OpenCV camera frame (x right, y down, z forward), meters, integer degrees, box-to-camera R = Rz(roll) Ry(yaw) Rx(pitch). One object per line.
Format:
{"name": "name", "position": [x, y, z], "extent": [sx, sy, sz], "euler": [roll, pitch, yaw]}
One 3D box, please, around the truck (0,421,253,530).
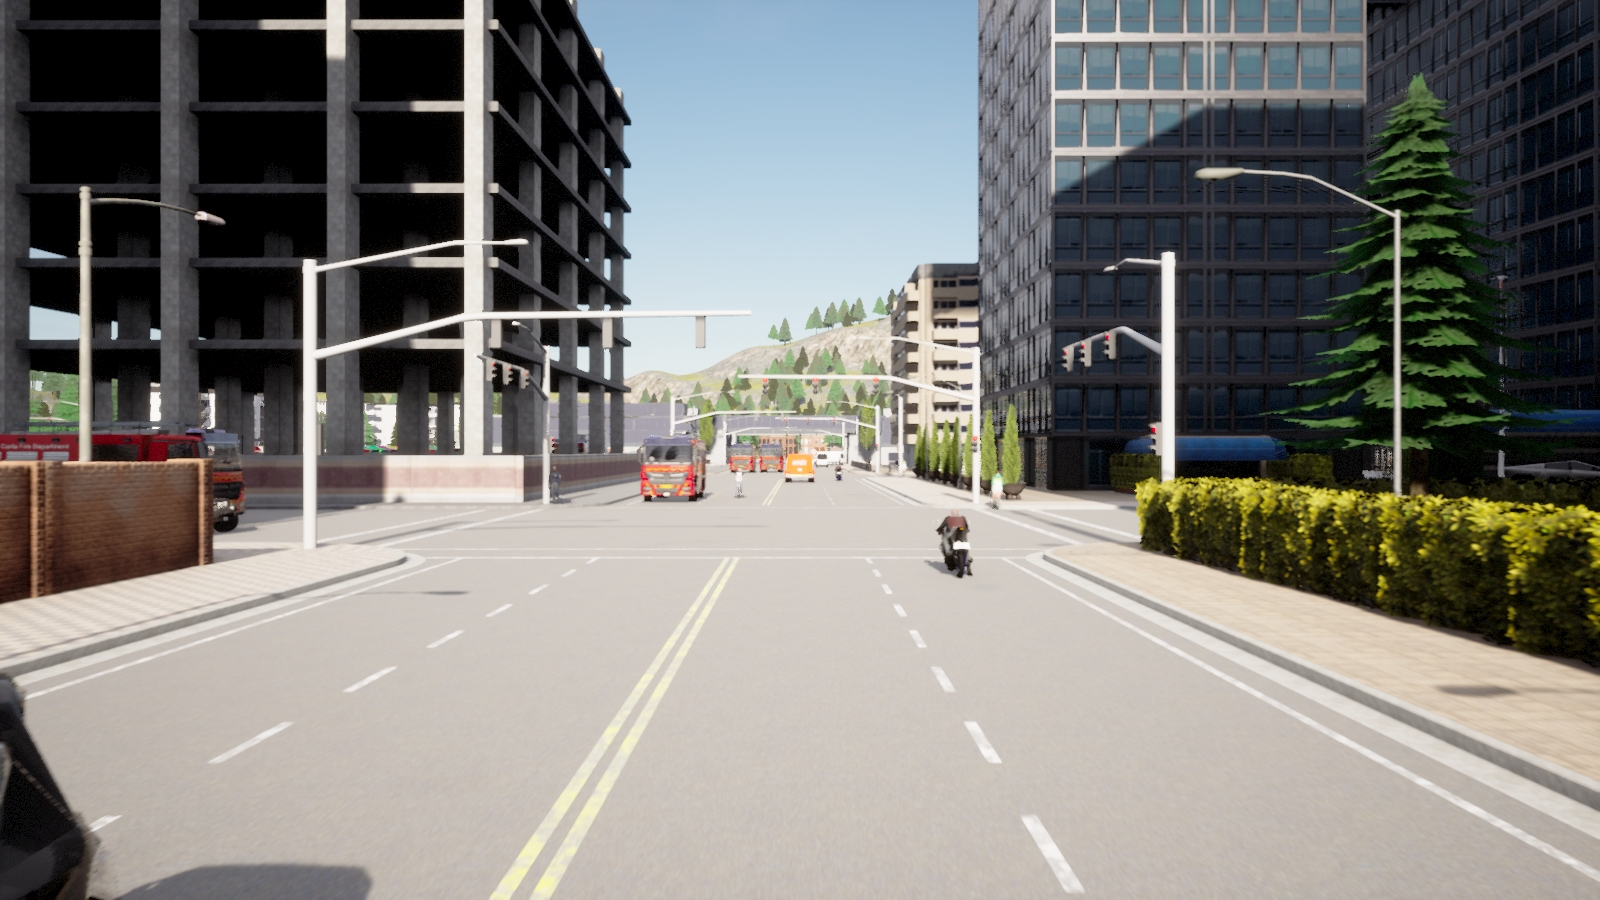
{"name": "truck", "position": [-24.732, 0.887, 41.371], "extent": [8.468, 3.827, 2.891], "euler": [0, 0, 0]}

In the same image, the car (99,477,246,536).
{"name": "car", "position": [-20.854, 1.854, 38.101], "extent": [3.866, 1.878, 1.905], "euler": [0, 0, 0]}

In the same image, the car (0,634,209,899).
{"name": "car", "position": [-3.501, 1.779, 1.909], "extent": [2.150, 2.045, 5.566], "euler": [0, 0, 0]}

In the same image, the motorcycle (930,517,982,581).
{"name": "motorcycle", "position": [3.499, 2.203, 25.772], "extent": [0.867, 1.251, 2.209], "euler": [0, 0, 0]}

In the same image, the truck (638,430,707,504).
{"name": "truck", "position": [-7.004, 0.885, 63.821], "extent": [2.891, 3.827, 8.468], "euler": [0, 0, 0]}

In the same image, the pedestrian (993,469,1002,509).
{"name": "pedestrian", "position": [9.241, 1.843, 53.551], "extent": [0.375, 1.860, 0.375], "euler": [0, 0, 1]}

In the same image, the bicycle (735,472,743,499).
{"name": "bicycle", "position": [-3.503, 2.050, 65.573], "extent": [0.373, 1.496, 1.643], "euler": [0, 0, 0]}

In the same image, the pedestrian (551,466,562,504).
{"name": "pedestrian", "position": [-11.783, 1.691, 55.311], "extent": [0.375, 1.860, 0.375], "euler": [0, 0, 25]}
